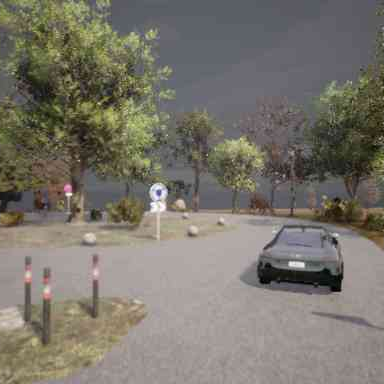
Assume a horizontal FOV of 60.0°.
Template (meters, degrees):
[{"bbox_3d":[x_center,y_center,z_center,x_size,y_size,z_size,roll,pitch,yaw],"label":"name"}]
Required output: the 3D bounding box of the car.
[{"bbox_3d":[3.145,1.628,9.435,1.994,1.385,4.181,0,0,22],"label":"car"}]
